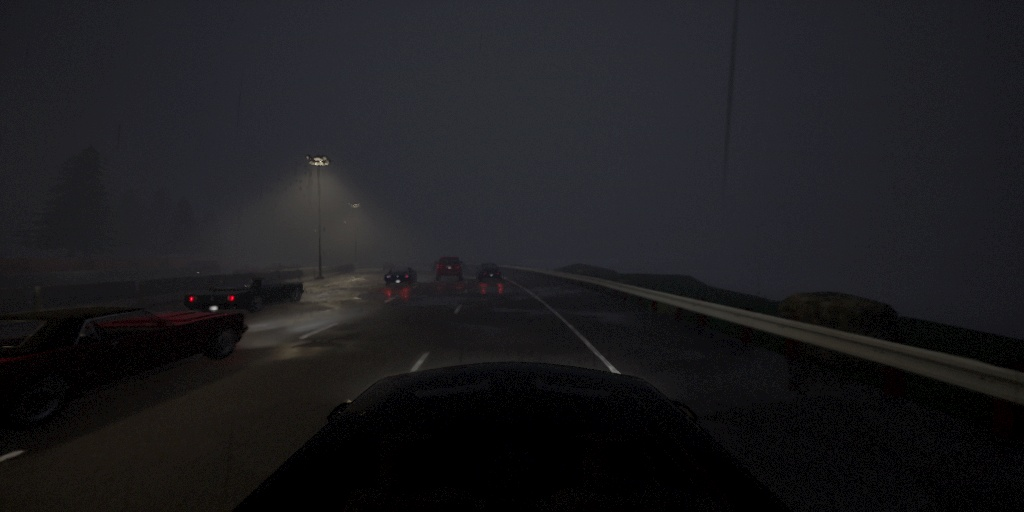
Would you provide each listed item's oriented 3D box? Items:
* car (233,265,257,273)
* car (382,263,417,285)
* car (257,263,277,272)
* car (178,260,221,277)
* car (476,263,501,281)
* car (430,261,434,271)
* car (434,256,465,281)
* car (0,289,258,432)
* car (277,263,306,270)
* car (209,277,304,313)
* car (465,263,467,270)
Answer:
[{"bbox_3d":[-34.992,1.872,47.607,1.895,1.301,4.718,-1,0,-17],"label":"car"},{"bbox_3d":[-8.373,1.481,27.398,1.895,1.301,4.718,-1,0,-9],"label":"car"},{"bbox_3d":[-31.356,1.710,47.587,2.128,1.511,4.902,-1,0,-16],"label":"car"},{"bbox_3d":[-37.291,1.523,43.020,2.150,2.045,5.566,-1,0,-15],"label":"car"},{"bbox_3d":[-2.024,1.316,30.468,1.812,1.442,4.674,0,0,-10],"label":"car"},{"bbox_3d":[-11.327,1.438,54.817,1.837,1.490,4.892,1,0,-18],"label":"car"},{"bbox_3d":[-5.696,1.065,32.347,2.150,2.045,5.566,0,0,-11],"label":"car"},{"bbox_3d":[-6.636,1.448,5.664,1.895,1.301,4.718,-1,0,-2],"label":"car"},{"bbox_3d":[-26.664,1.713,43.993,1.994,1.385,4.181,-1,0,-15],"label":"car"},{"bbox_3d":[-10.467,1.506,14.560,1.895,1.301,4.718,-1,0,-5],"label":"car"},{"bbox_3d":[-8.407,1.456,56.981,1.994,1.385,4.181,-1,0,-19],"label":"car"}]
